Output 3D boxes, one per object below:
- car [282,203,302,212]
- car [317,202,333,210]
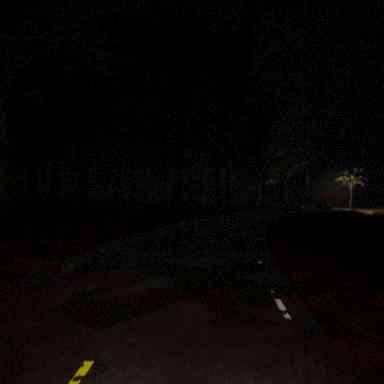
[{"bbox_3d":[14.740,2.260,48.993,1.994,1.385,4.181,1,-1,32],"label":"car"},{"bbox_3d":[25.363,2.708,63.336,1.837,1.490,4.892,1,-1,38],"label":"car"}]
